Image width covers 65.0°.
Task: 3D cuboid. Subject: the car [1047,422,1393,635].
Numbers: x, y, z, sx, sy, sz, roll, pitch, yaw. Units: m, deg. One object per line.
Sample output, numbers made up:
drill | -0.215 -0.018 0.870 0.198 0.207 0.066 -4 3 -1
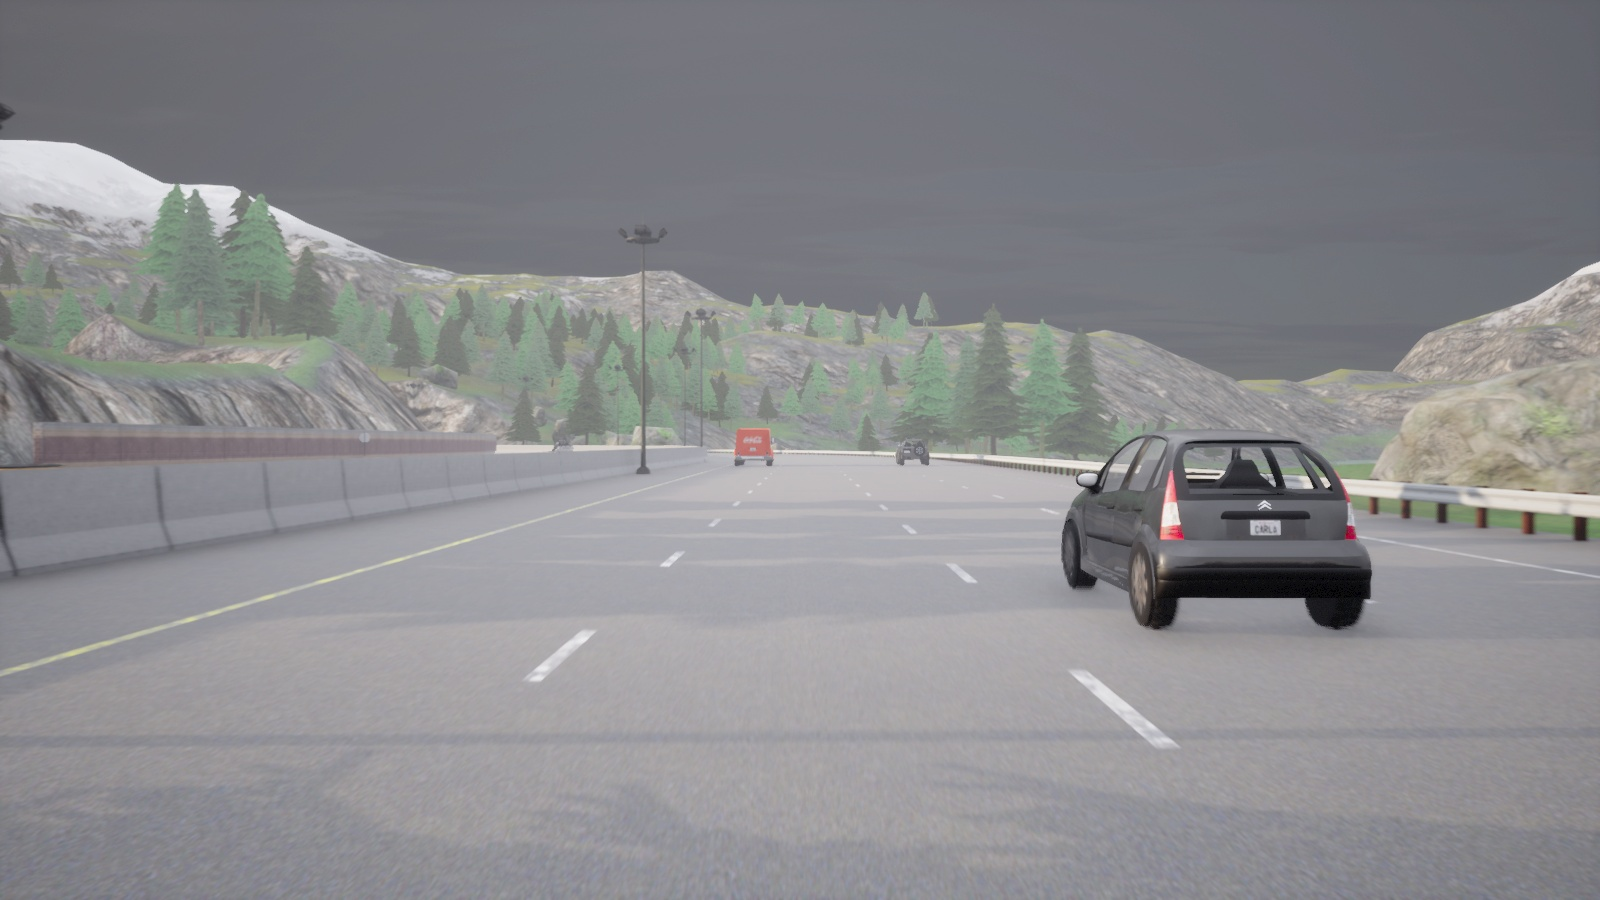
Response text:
car | 3.582 0.583 11.532 1.851 1.617 3.988 0 0 0

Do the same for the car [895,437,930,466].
car | 7.496 0.102 83.779 1.932 1.855 4.605 0 0 0

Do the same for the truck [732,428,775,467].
truck | -3.007 -0.197 83.076 2.627 2.467 5.204 0 1 0
